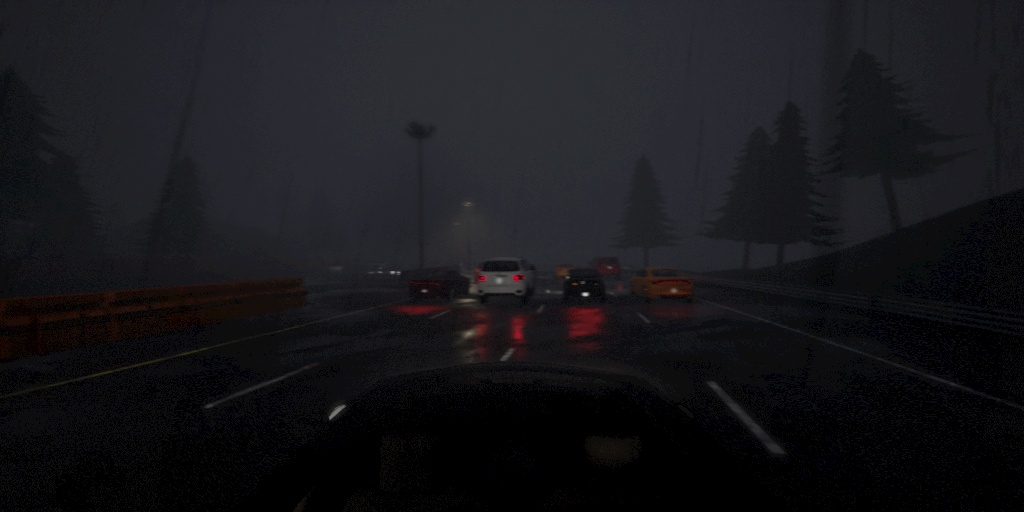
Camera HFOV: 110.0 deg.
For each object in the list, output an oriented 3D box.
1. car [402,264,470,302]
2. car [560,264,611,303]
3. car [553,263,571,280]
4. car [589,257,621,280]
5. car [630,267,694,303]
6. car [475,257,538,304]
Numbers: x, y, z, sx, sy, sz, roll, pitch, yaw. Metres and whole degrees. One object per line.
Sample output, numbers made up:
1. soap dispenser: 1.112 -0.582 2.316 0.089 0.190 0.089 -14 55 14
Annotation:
1. car: -3.542 1.396 18.357 1.882 1.535 5.008 -1 0 8
2. car: 3.361 1.323 17.180 1.837 1.490 4.892 -1 0 8
3. car: 4.889 1.389 33.434 1.882 1.535 5.008 -1 0 3
4. car: 8.361 1.076 32.791 2.150 2.045 5.566 -1 0 3
5. car: 6.848 1.243 16.853 1.882 1.535 5.008 -1 0 8
6. car: -0.144 1.081 17.403 2.150 2.045 5.566 -1 0 8
